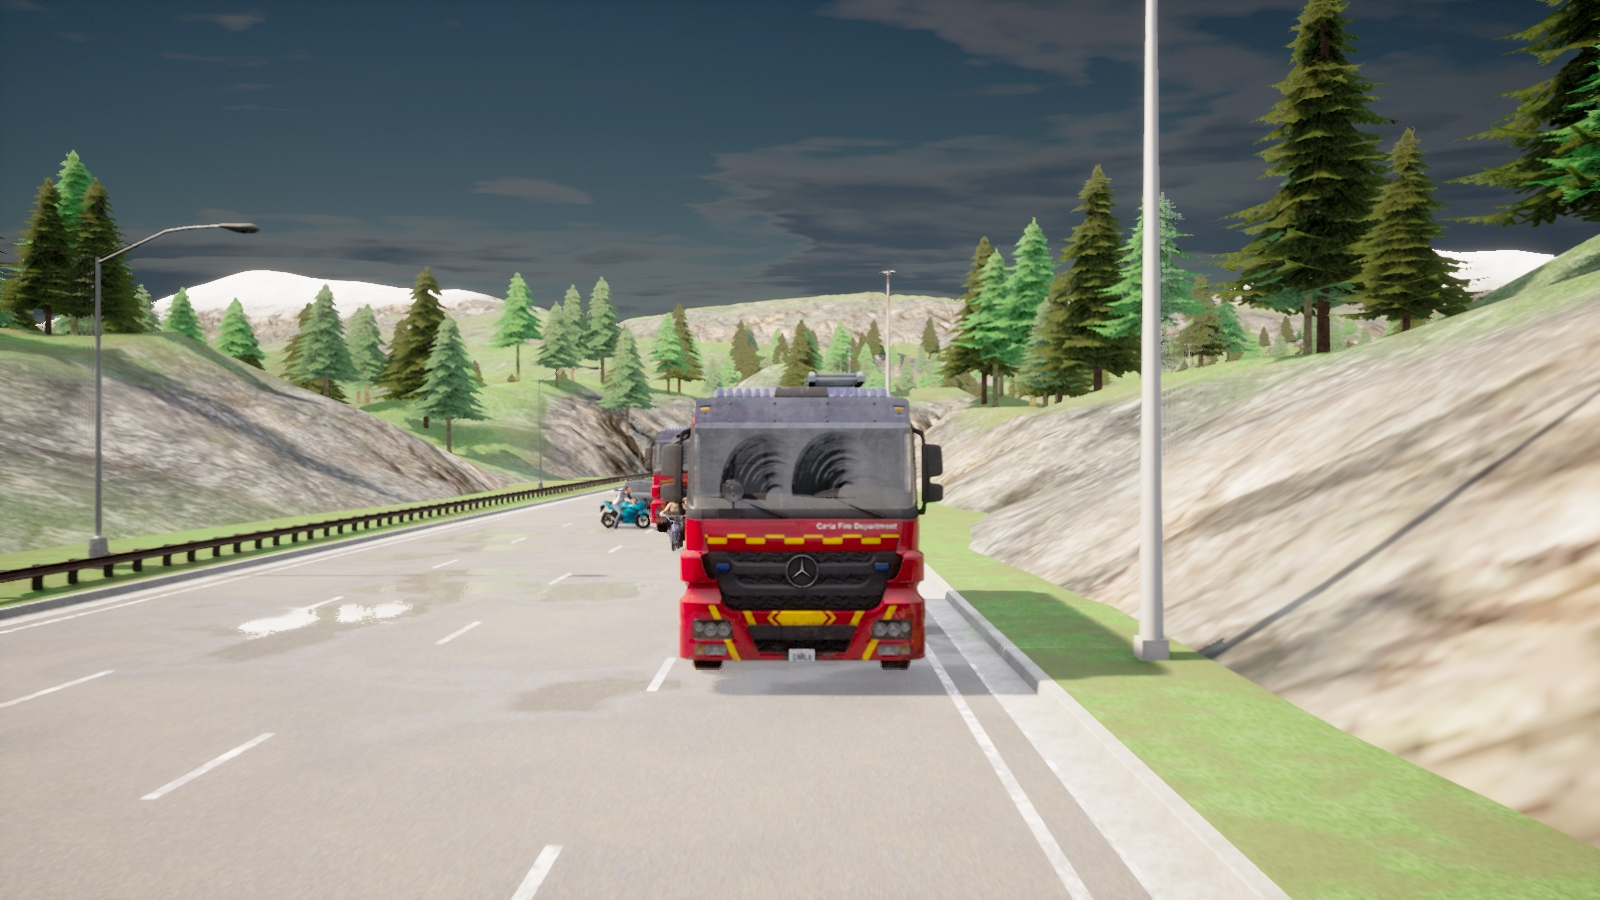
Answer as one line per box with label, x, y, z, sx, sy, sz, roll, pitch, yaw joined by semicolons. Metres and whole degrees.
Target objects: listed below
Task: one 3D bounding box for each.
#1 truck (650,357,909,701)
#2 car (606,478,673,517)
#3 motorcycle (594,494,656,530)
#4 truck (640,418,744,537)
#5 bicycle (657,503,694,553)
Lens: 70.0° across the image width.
truck;-0.223;0.885;16.975;2.891;3.827;8.468;0;0;0
car;-6.921;2.043;49.799;2.231;1.480;4.892;0;0;0
motorcycle;-6.156;2.172;40.284;2.033;1.199;0.803;0;0;21
truck;-3.682;0.869;41.034;2.891;3.827;8.468;0;0;0
bicycle;-3.445;2.146;31.603;0.859;1.277;1.487;0;0;0
